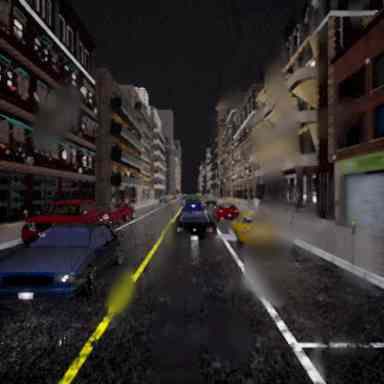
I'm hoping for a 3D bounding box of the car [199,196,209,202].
[{"bbox_3d":[2.758,1.550,77.102,1.947,1.339,4.313,0,0,0],"label":"car"}]

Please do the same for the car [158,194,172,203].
[{"bbox_3d":[-5.632,1.538,65.841,2.008,1.369,4.403,0,0,0],"label":"car"}]

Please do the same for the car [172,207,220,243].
[{"bbox_3d":[0.114,1.599,15.934,1.895,1.301,4.718,0,0,0],"label":"car"}]

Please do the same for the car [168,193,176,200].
[{"bbox_3d":[-5.607,1.294,94.023,2.192,1.841,5.009,0,0,0],"label":"car"}]

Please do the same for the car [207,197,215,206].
[{"bbox_3d":[2.734,1.543,48.921,2.008,1.369,4.403,0,0,0],"label":"car"}]

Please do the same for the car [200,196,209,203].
[{"bbox_3d":[2.754,1.512,71.636,1.752,1.417,4.829,0,0,0],"label":"car"}]

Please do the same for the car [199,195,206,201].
[{"bbox_3d":[2.768,1.563,88.375,1.802,1.307,4.206,0,0,0],"label":"car"}]

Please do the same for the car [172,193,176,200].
[{"bbox_3d":[-5.618,1.527,82.750,1.887,1.381,4.507,0,0,0],"label":"car"}]

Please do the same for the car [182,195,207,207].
[{"bbox_3d":[0.129,1.348,33.077,2.097,1.767,4.553,0,0,0],"label":"car"}]

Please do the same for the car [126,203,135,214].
[{"bbox_3d":[-5.666,1.541,26.388,1.887,1.381,4.507,0,0,0],"label":"car"}]

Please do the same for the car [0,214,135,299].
[{"bbox_3d":[-3.090,1.546,8.852,2.033,1.411,5.357,0,0,0],"label":"car"}]

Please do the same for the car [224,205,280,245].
[{"bbox_3d":[2.704,1.524,15.274,1.752,1.417,4.829,0,0,0],"label":"car"}]

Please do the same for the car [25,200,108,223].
[{"bbox_3d":[-5.675,1.313,15.115,2.192,1.841,5.009,0,0,0],"label":"car"}]

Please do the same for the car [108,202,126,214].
[{"bbox_3d":[-5.671,1.437,20.751,1.967,1.590,4.097,0,0,0],"label":"car"}]

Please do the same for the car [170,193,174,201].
[{"bbox_3d":[-5.628,1.537,71.478,2.008,1.369,4.403,0,0,0],"label":"car"}]

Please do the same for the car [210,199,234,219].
[{"bbox_3d":[2.714,1.542,26.377,1.887,1.381,4.507,0,0,0],"label":"car"}]
